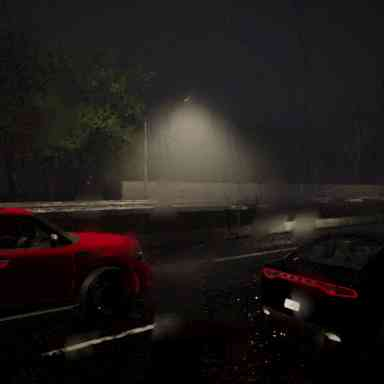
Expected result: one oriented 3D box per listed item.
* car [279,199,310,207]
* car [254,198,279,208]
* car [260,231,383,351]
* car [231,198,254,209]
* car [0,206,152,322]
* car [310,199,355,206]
[{"bbox_3d":[11.403,1.449,33.609,5.008,1.535,1.882,0,0,-35],"label":"car"},{"bbox_3d":[9.364,1.498,36.454,4.674,1.442,1.812,0,0,-35],"label":"car"},{"bbox_3d":[3.459,1.469,6.223,5.008,1.535,1.882,0,0,-35],"label":"car"},{"bbox_3d":[6.645,1.478,38.609,4.892,1.490,1.837,0,0,-37],"label":"car"},{"bbox_3d":[-3.444,1.224,5.623,5.566,2.045,2.150,-1,0,-35],"label":"car"},{"bbox_3d":[13.465,1.449,30.782,5.008,1.535,1.882,0,0,-35],"label":"car"}]
